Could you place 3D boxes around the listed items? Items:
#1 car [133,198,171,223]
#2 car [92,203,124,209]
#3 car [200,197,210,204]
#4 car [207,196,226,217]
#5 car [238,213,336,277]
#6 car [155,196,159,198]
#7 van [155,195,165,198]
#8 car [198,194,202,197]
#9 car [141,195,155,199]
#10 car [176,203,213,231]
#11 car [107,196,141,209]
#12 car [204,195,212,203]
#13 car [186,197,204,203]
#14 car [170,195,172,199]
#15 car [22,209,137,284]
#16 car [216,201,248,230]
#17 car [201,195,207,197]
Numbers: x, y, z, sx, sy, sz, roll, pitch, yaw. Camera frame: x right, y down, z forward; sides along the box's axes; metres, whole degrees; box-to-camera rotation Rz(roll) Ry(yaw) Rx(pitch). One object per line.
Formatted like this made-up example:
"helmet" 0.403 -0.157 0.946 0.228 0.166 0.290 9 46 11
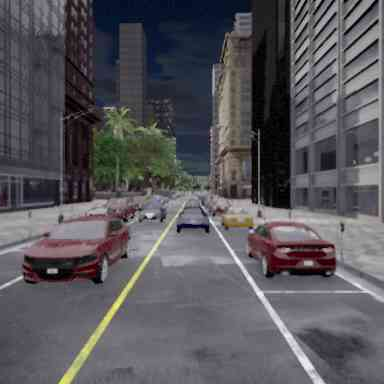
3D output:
"car" -3.007 1.524 26.266 2.128 1.511 4.902 0 0 0
"car" -5.769 1.606 20.969 1.802 1.307 4.206 0 0 0
"car" 2.749 1.672 69.787 1.947 1.339 4.313 0 0 0
"car" 2.754 1.481 31.812 1.967 1.590 4.097 0 0 0
"car" 2.758 1.556 10.111 1.887 1.381 4.507 0 0 0
"car" -5.772 1.604 42.673 1.887 1.381 4.507 0 0 0
"van" -5.775 1.420 53.525 1.690 1.788 3.998 0 0 0
"car" 2.749 1.404 58.937 2.192 1.841 5.009 0 0 0
"car" -5.773 1.364 37.247 2.192 1.841 5.009 0 0 0
"car" 0.067 1.588 20.550 1.994 1.385 4.181 0 0 0
"car" -5.771 1.347 26.395 2.192 1.841 5.009 0 0 0
"car" 2.753 1.490 37.237 1.967 1.590 4.097 0 0 0
"car" 0.088 1.601 39.345 2.033 1.411 5.357 0 0 0
"car" -5.777 1.687 69.804 1.802 1.307 4.206 0 0 0
"car" -3.075 1.488 9.850 1.882 1.535 5.008 0 0 0
"car" 2.756 1.550 21.132 1.752 1.417 4.829 0 0 0
"car" 2.751 1.605 53.682 1.752 1.417 4.829 0 0 0
